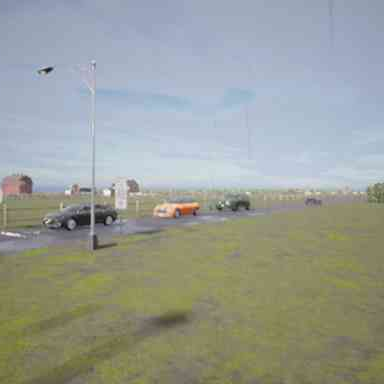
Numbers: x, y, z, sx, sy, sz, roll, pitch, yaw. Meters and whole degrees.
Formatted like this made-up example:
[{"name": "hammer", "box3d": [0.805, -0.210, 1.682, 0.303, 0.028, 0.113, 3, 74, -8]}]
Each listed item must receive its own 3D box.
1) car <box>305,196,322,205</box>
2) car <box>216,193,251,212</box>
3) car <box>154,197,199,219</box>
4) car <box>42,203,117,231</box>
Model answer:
[{"name": "car", "box3d": [20.860, 1.460, 56.951, 1.837, 1.490, 4.892, 1, 0, 34]}, {"name": "car", "box3d": [4.875, 1.149, 38.251, 2.150, 2.045, 5.566, 1, 0, 34]}, {"name": "car", "box3d": [-1.274, 1.285, 29.037, 2.097, 1.767, 4.553, 1, 0, 34]}, {"name": "car", "box3d": [-6.817, 1.447, 20.655, 1.837, 1.490, 4.892, 1, 0, 32]}]
